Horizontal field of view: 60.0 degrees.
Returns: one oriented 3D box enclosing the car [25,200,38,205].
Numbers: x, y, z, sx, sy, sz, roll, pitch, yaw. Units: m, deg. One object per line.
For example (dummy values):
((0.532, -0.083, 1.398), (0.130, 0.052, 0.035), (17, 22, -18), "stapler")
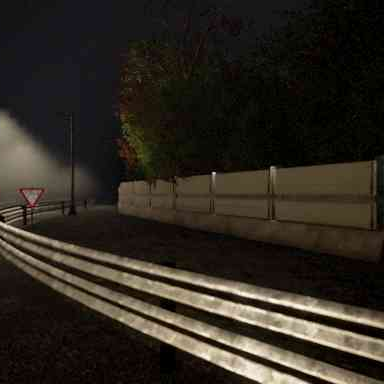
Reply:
((-30.903, 1.642, 64.062), (1.837, 1.490, 4.892), (0, 0, -20), "car")
